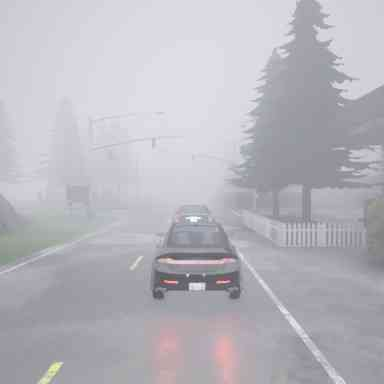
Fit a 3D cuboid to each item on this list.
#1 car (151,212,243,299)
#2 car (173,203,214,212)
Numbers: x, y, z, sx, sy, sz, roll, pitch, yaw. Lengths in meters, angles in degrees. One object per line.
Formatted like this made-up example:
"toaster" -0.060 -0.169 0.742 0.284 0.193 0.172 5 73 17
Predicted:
"car" 0.091 1.490 8.419 2.128 1.511 4.902 0 0 0
"car" 0.080 1.349 17.575 2.097 1.767 4.553 0 0 0
